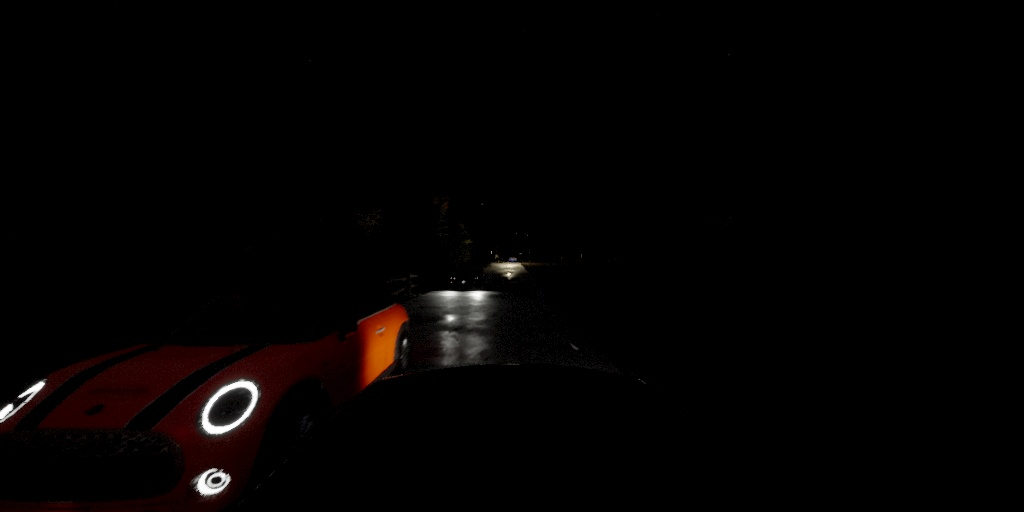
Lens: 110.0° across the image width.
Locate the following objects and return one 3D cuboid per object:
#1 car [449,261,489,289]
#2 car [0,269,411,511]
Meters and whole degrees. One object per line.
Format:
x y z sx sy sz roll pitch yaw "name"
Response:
-2.771 1.253 22.989 1.837 1.490 4.892 0 -1 1 "car"
-2.846 1.102 4.505 2.097 1.767 4.553 0 0 0 "car"
